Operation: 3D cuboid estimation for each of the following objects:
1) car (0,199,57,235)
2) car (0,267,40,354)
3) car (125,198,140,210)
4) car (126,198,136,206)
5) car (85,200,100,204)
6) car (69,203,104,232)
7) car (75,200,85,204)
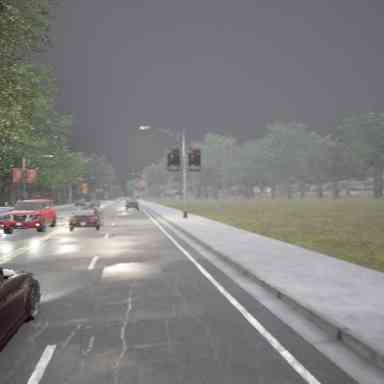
[{"bbox_3d":[-10.411,1.524,21.779,2.150,2.045,5.566,-1,-1,-11],"label":"car"},{"bbox_3d":[-3.601,1.659,4.645,1.994,1.385,4.181,-1,0,-11],"label":"car"},{"bbox_3d":[-8.793,1.883,48.882,1.837,1.490,4.892,-1,0,-11],"label":"car"},{"bbox_3d":[-12.422,2.043,67.280,1.882,1.535,5.008,-1,-1,-11],"label":"car"},{"bbox_3d":[-17.951,2.220,61.527,1.994,1.385,4.181,-1,0,-10],"label":"car"},{"bbox_3d":[-6.981,1.747,22.228,1.812,1.442,4.674,-1,0,-11],"label":"car"},{"bbox_3d":[-22.296,2.301,66.978,2.033,1.411,5.357,-1,0,-11],"label":"car"}]
